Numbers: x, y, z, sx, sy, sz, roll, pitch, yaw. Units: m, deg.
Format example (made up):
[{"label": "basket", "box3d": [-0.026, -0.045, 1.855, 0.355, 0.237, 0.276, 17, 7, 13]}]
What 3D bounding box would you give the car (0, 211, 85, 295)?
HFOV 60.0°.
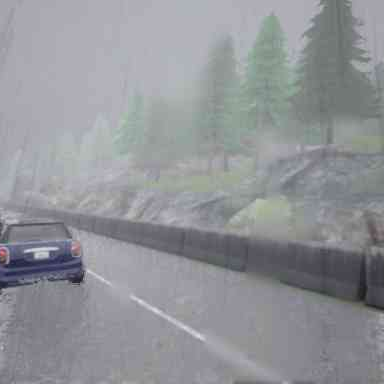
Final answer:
[{"label": "car", "box3d": [-4.640, 1.484, 9.341, 2.097, 1.767, 4.553, 1, -1, -35]}]
